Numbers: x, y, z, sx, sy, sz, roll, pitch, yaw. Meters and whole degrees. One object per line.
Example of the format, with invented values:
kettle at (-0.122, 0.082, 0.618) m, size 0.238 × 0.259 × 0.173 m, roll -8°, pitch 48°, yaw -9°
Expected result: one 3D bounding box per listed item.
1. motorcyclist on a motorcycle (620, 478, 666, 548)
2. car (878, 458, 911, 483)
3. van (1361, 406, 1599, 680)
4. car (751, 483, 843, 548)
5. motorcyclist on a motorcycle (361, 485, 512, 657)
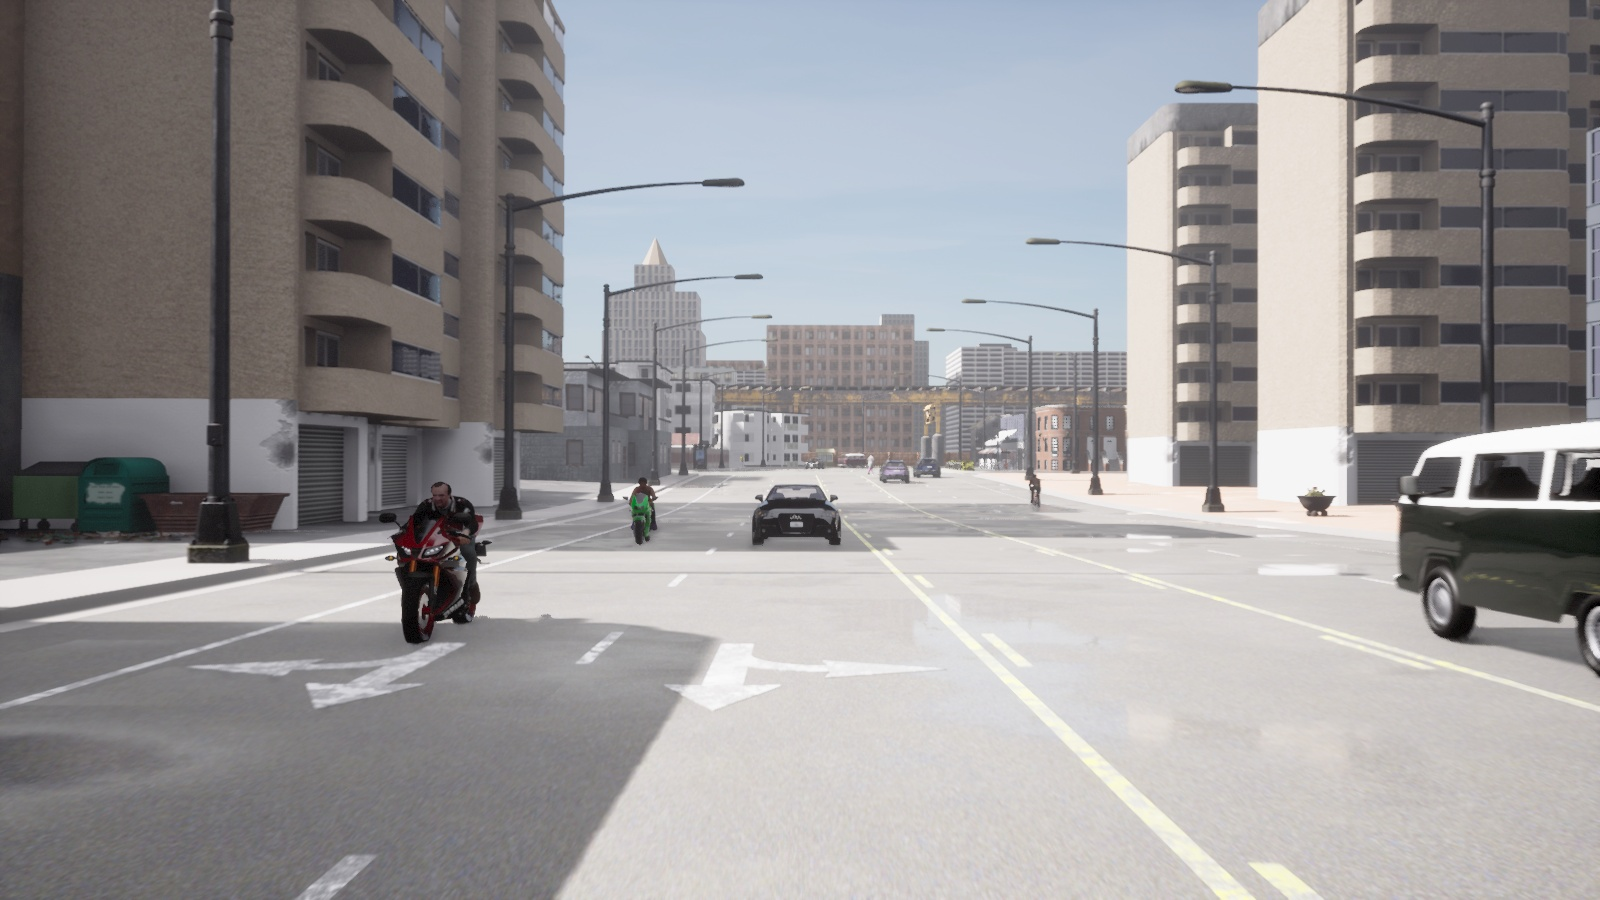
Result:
motorcyclist on a motorcycle at (-3.569, 1.410, 28.671) m, size 0.797 × 1.523 × 2.044 m, roll 0°, pitch -1°, yaw 0°
car at (6.779, 1.444, 90.550) m, size 2.033 × 1.649 × 4.856 m, roll 0°, pitch 1°, yaw 0°
van at (6.972, 0.724, 11.013) m, size 2.069 × 2.038 × 4.480 m, roll 0°, pitch -1°, yaw 0°
car at (-0.071, 1.491, 29.469) m, size 1.994 × 1.385 × 4.181 m, roll 0°, pitch -1°, yaw 0°
motorcyclist on a motorcycle at (-3.530, 1.118, 12.427) m, size 0.866 × 1.530 × 2.191 m, roll 0°, pitch -1°, yaw 0°
